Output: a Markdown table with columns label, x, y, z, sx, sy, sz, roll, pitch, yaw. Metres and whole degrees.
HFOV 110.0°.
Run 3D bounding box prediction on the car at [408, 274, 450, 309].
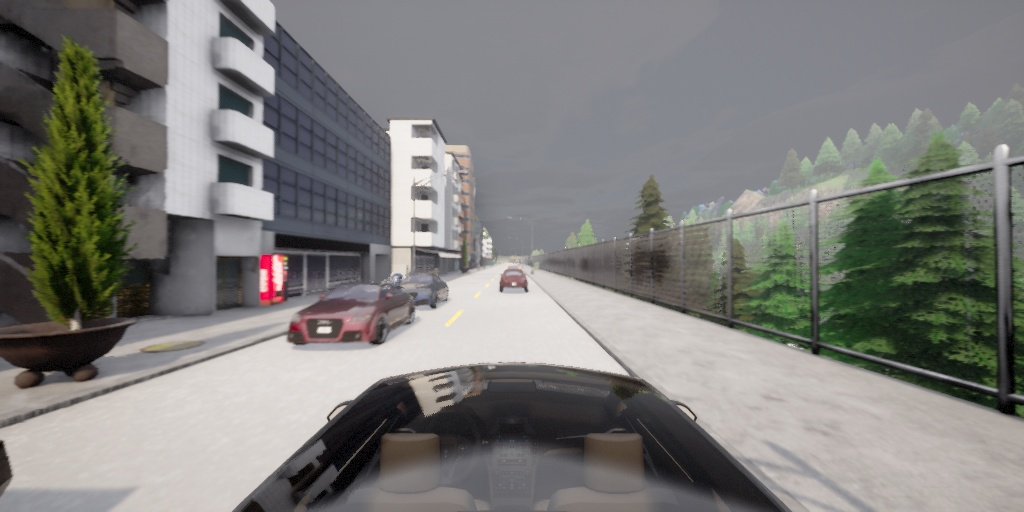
| label | x | y | z | sx | sy | sz | roll | pitch | yaw |
| --- | --- | --- | --- | --- | --- | --- | --- | --- | --- |
| car | -4.056 | 1.498 | 16.002 | 1.994 | 1.385 | 4.181 | 0 | -1 | 1 |

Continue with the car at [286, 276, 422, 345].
| label | x | y | z | sx | sy | sz | roll | pitch | yaw |
| --- | --- | --- | --- | --- | --- | --- | --- | --- | --- |
| car | -4.021 | 1.416 | 9.669 | 1.994 | 1.385 | 4.181 | 0 | -1 | 0 |

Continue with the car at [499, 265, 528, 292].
| label | x | y | z | sx | sy | sz | roll | pitch | yaw |
| --- | --- | --- | --- | --- | --- | --- | --- | --- | --- |
| car | 0.102 | 1.565 | 24.177 | 1.812 | 1.442 | 4.674 | 0 | -1 | -1 |
